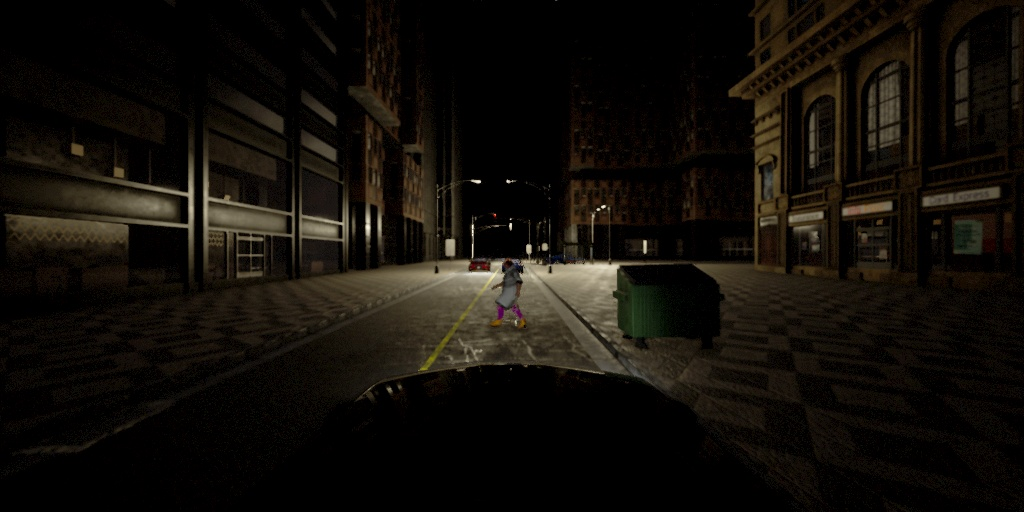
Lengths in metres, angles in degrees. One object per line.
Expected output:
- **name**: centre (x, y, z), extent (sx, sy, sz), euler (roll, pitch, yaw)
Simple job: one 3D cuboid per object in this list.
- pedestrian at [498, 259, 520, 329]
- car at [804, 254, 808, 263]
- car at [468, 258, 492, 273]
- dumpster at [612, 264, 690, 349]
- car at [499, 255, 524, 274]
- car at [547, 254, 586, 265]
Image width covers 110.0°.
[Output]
- **pedestrian**: centre (-0.083, 0.935, 9.201), extent (0.375, 1.860, 0.375), euler (1, 0, -10)
- **car**: centre (36.861, 0.369, 47.114), extent (4.674, 1.442, 1.812), euler (-1, 0, 0)
- **car**: centre (-3.034, 0.841, 34.659), extent (1.994, 1.385, 4.181), euler (0, 1, 1)
- **dumpster**: centre (3.136, 1.049, 8.410), extent (1.020, 1.700, 1.940), euler (0, 0, 0)
- **car**: centre (0.087, 0.862, 33.191), extent (1.994, 1.385, 4.181), euler (0, 1, 1)
- **car**: centre (7.095, 0.501, 46.733), extent (5.008, 1.535, 1.882), euler (-1, -1, -9)
